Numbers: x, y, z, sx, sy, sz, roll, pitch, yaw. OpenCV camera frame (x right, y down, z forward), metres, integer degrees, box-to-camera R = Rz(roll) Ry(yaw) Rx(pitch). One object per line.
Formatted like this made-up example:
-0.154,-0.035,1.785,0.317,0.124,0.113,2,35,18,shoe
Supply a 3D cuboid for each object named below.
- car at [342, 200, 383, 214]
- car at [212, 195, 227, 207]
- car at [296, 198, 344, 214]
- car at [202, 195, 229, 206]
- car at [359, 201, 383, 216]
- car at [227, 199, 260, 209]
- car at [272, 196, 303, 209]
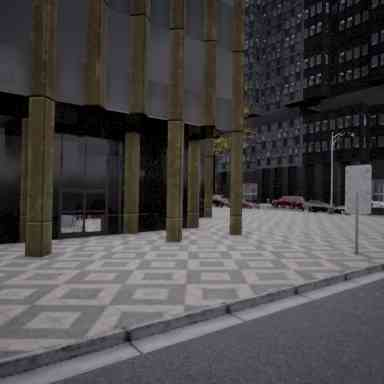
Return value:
20.184,1.708,38.773,2.008,1.369,4.403,1,-1,-35,car
3.678,1.311,47.340,2.192,1.841,5.009,1,-1,-35,car
13.234,1.539,33.839,1.947,1.339,4.313,1,-1,-35,car
4.257,1.511,61.268,2.192,1.841,5.009,1,-1,-35,car
16.420,1.517,29.341,2.008,1.369,4.403,1,-1,-35,car
6.860,1.570,42.837,1.802,1.307,4.206,1,-1,-35,car
13.816,1.487,47.773,2.192,1.841,5.009,1,-1,-35,car
